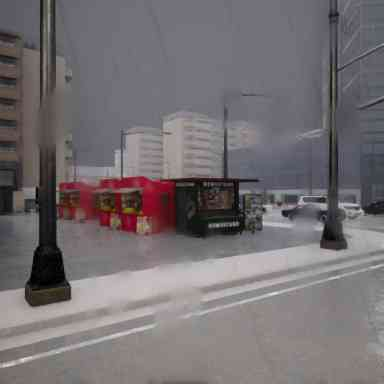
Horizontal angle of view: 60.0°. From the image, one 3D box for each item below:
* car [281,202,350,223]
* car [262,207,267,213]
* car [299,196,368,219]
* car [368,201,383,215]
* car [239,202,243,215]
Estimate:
[{"bbox_3d":[9.649,1.707,26.689,1.895,1.301,4.718,0,-1,-37],"label":"car"},{"bbox_3d":[5.953,1.789,37.708,2.033,1.411,5.357,0,-1,-36],"label":"car"},{"bbox_3d":[11.977,1.339,29.419,2.150,2.045,5.566,0,-1,-36],"label":"car"},{"bbox_3d":[18.572,1.613,32.581,1.837,1.490,4.892,0,-1,-36],"label":"car"},{"bbox_3d":[3.965,1.769,34.484,2.033,1.411,5.357,0,-1,-37],"label":"car"}]
